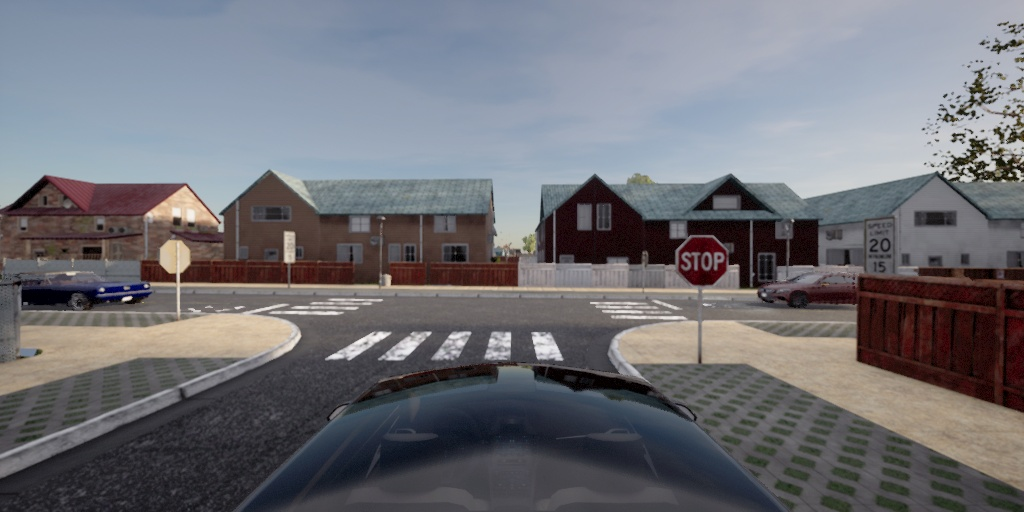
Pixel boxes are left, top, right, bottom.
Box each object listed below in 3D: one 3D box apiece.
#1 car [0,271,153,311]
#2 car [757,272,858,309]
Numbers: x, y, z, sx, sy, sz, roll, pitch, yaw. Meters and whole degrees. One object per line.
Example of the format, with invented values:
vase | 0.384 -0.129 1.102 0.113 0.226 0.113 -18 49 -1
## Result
car | -16.058 1.204 12.951 4.718 1.301 1.895 1 0 1
car | 13.085 1.414 15.226 4.674 1.442 1.812 1 0 1
